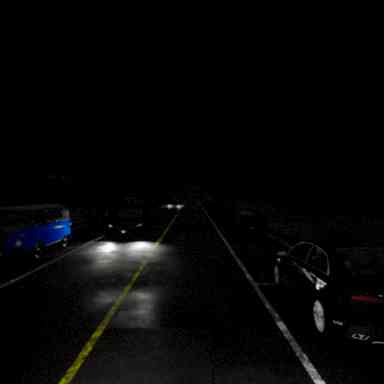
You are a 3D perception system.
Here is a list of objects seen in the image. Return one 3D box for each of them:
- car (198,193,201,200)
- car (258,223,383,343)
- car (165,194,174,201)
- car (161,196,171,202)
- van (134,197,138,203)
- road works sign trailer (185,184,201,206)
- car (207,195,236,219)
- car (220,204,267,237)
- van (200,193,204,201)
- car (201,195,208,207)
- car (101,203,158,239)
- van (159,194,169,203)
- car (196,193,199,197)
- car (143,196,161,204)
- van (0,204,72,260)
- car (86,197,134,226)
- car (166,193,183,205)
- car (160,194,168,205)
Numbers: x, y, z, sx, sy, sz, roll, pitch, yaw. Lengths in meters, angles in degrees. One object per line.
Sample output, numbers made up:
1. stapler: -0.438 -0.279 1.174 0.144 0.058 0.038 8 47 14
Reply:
1. car: 2.794 1.438 68.383 1.967 1.590 4.097 0 0 0
2. car: 2.765 1.547 6.385 2.008 1.369 4.403 0 0 0
3. car: -5.724 1.320 85.285 2.192 1.841 5.009 0 0 0
4. car: -5.728 1.566 74.012 1.947 1.339 4.313 0 0 0
5. van: -5.750 1.329 28.918 1.690 1.788 3.998 0 0 0
6. road works sign trailer: 0.027 0.456 53.428 2.380 3.560 2.880 0 0 0
7. car: 2.775 1.303 28.929 2.192 1.841 5.009 0 0 0
8. car: 2.770 1.536 17.657 1.887 1.381 4.507 0 0 0
9. van: 2.788 1.334 57.110 1.690 1.788 3.998 0 0 0
10. car: 2.786 1.516 51.644 1.752 1.417 4.829 0 0 0
11. car: -3.091 1.517 17.329 1.812 1.442 4.674 0 0 0
12. van: -5.732 1.339 68.376 1.690 1.788 3.998 0 0 0
13. car: 2.805 1.448 90.928 1.967 1.590 4.097 0 0 0
14. car: -5.742 1.534 45.829 1.887 1.381 4.507 0 0 0
15. van: -5.758 1.334 12.009 1.690 1.788 3.998 0 0 0
16. car: -5.753 1.304 23.282 2.192 1.841 5.009 0 0 0
17. car: -3.027 1.471 57.846 1.882 1.535 5.008 0 0 1
18. car: -5.736 1.559 57.102 1.947 1.339 4.313 0 0 0
